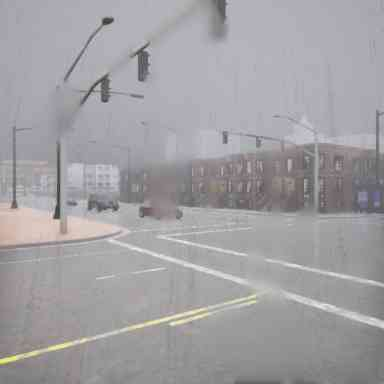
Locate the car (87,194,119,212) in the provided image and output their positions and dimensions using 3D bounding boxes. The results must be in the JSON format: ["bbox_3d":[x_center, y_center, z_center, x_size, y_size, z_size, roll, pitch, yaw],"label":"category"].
[{"bbox_3d":[-10.579,1.220,39.238,2.150,2.045,5.566,0,0,-36],"label":"car"}]

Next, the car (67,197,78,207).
[{"bbox_3d":[-19.160,1.525,51.242,1.812,1.442,4.674,0,0,-35],"label":"car"}]

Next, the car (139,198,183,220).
[{"bbox_3d":[-2.699,1.352,28.273,2.097,1.767,4.553,0,0,-35],"label":"car"}]
